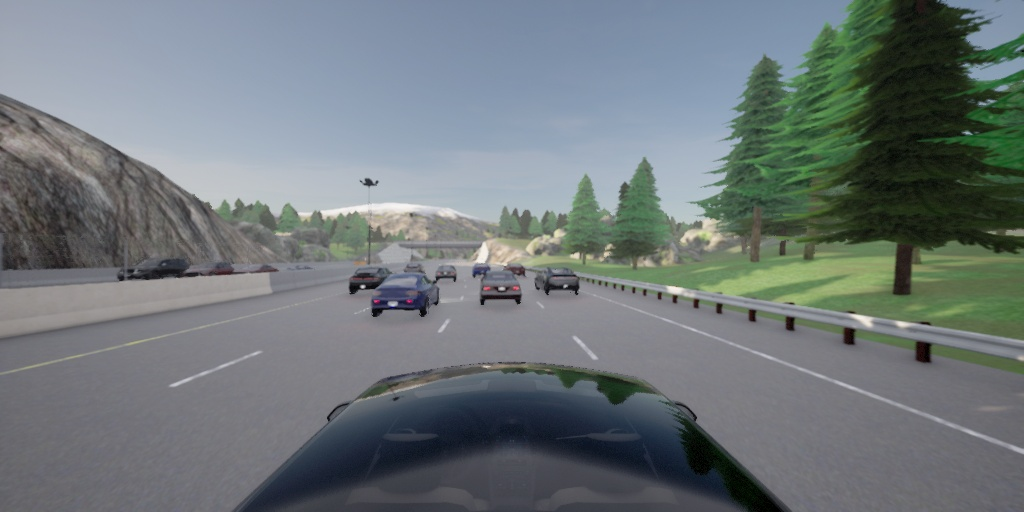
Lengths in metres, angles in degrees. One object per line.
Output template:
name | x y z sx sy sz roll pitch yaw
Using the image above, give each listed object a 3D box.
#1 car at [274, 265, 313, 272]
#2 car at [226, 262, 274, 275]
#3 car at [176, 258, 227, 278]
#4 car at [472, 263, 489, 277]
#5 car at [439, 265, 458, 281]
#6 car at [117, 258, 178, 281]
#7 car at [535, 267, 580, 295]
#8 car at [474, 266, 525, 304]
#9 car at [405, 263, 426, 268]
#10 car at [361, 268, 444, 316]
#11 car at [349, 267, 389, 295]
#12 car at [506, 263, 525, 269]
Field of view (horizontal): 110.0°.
car | -20.551 1.557 34.616 1.994 1.385 4.181 0 0 -8
car | -23.946 1.467 33.622 1.882 1.535 5.008 0 0 -8
car | -27.324 1.337 32.528 2.097 1.767 4.553 0 0 -8
car | -3.318 1.485 39.029 1.882 1.535 5.008 0 -1 -8
car | -5.940 1.514 32.602 2.033 1.411 5.357 0 0 -8
car | -30.645 1.196 31.003 2.150 2.045 5.566 0 0 -8
car | 2.512 1.369 20.822 2.128 1.511 4.902 0 -1 -5
car | -0.630 1.403 17.105 2.033 1.411 5.357 0 0 -5
car | -10.178 1.494 37.533 2.128 1.511 4.902 0 0 -8
car | -3.925 1.361 13.668 1.812 1.442 4.674 0 0 -4
car | -8.077 1.393 21.207 1.837 1.490 4.892 0 -1 -6
car | 0.221 1.482 38.999 1.882 1.535 5.008 0 -1 -8
